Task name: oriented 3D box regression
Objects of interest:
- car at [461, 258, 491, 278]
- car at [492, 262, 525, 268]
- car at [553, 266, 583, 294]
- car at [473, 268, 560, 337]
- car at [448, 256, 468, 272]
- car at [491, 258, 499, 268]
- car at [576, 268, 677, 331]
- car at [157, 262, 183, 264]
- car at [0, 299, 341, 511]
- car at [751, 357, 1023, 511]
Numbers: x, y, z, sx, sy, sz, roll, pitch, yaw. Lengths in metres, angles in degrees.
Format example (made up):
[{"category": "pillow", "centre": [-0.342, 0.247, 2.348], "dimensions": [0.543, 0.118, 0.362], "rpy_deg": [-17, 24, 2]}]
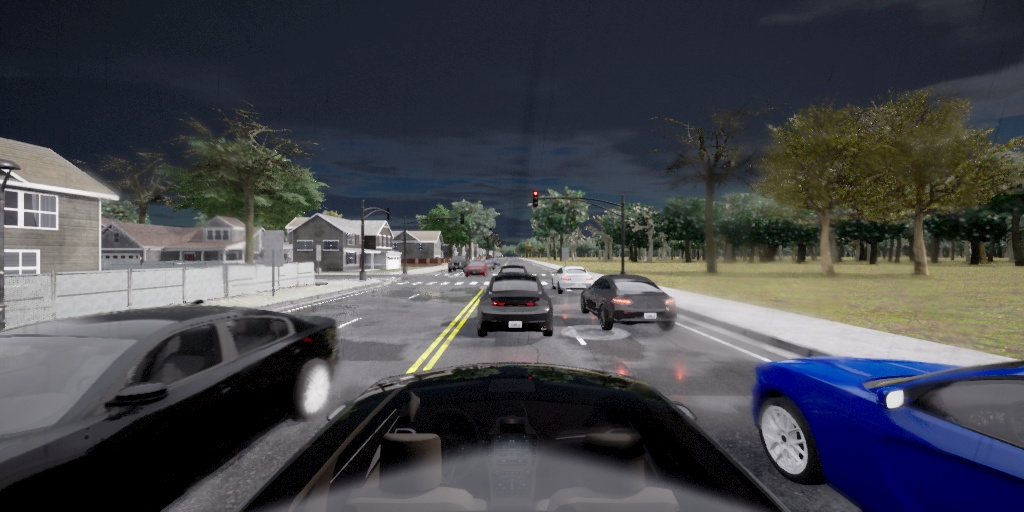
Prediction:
[{"category": "car", "centre": [-3.315, 1.226, 34.176], "dimensions": [1.882, 1.535, 5.008], "rpy_deg": [0, 0, 0]}, {"category": "car", "centre": [0.074, 1.255, 19.709], "dimensions": [1.837, 1.490, 4.892], "rpy_deg": [0, 0, 0]}, {"category": "car", "centre": [3.327, 1.276, 20.035], "dimensions": [1.812, 1.442, 4.674], "rpy_deg": [0, 0, 0]}, {"category": "car", "centre": [0.091, 1.255, 10.293], "dimensions": [1.837, 1.490, 4.892], "rpy_deg": [0, 0, 0]}, {"category": "car", "centre": [-6.557, 0.964, 45.088], "dimensions": [2.150, 2.045, 5.566], "rpy_deg": [0, 0, 0]}, {"category": "car", "centre": [-3.298, 1.229, 49.923], "dimensions": [2.128, 1.511, 4.902], "rpy_deg": [0, 0, 0]}, {"category": "car", "centre": [3.342, 1.276, 10.930], "dimensions": [1.812, 1.442, 4.674], "rpy_deg": [0, 0, 0]}, {"category": "car", "centre": [-28.862, 1.323, 30.795], "dimensions": [4.674, 1.442, 1.812], "rpy_deg": [0, 0, 0]}, {"category": "car", "centre": [-3.349, 1.227, 3.005], "dimensions": [1.882, 1.535, 5.008], "rpy_deg": [0, 0, 0]}, {"category": "car", "centre": [3.350, 1.228, 1.615], "dimensions": [1.882, 1.535, 5.008], "rpy_deg": [0, 0, 0]}]
